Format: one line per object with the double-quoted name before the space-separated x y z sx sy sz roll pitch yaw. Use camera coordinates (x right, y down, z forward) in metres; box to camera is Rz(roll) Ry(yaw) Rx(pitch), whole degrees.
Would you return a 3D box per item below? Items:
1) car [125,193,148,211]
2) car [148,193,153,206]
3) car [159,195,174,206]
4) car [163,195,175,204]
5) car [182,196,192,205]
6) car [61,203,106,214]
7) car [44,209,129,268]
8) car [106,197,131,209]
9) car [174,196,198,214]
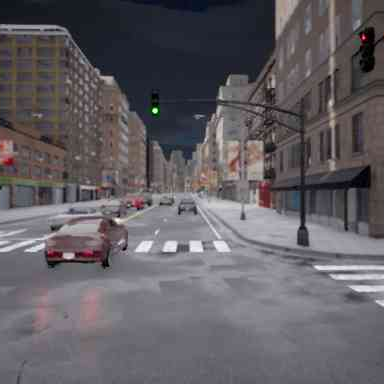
"car" -7.200 1.153 40.838 2.150 2.045 5.566 0 0 0
"car" -7.322 1.135 51.530 2.150 2.045 5.566 0 0 -1
"car" -4.077 1.483 51.803 1.994 1.385 4.181 0 0 -1
"car" -4.230 1.378 61.803 1.882 1.535 5.008 0 0 -1
"car" -0.866 1.437 58.744 1.812 1.442 4.674 0 0 -1
"car" -6.938 1.563 20.166 1.895 1.301 4.718 0 0 -1
"car" -3.348 1.538 11.246 1.812 1.442 4.674 0 0 -1
"car" -7.082 1.474 30.177 1.812 1.442 4.674 0 0 -1
"car" -0.456 1.446 34.195 2.128 1.511 4.902 0 0 -1
